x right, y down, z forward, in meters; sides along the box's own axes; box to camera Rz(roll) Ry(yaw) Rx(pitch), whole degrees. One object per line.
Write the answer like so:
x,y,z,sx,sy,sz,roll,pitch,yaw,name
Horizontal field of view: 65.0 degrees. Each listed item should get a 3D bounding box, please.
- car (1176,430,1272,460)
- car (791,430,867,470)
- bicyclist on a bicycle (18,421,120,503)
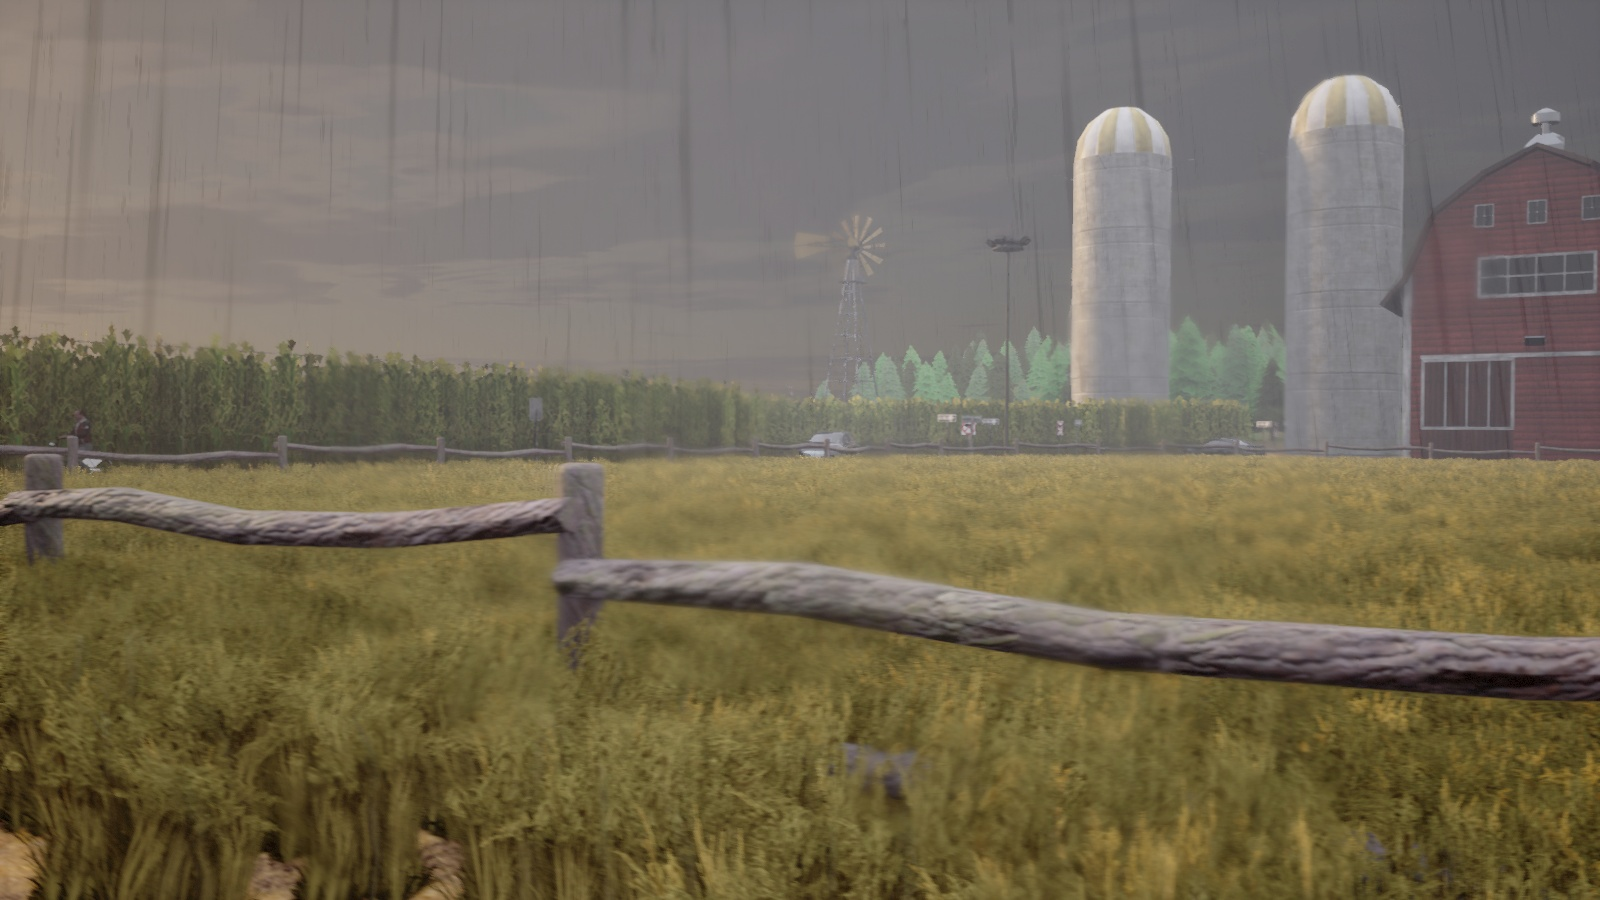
21.528,-0.280,63.962,1.812,1.442,4.674,-1,1,-28,car
1.312,-0.050,54.659,2.033,1.649,4.856,0,1,17,car
-16.253,0.259,27.962,0.659,1.776,1.843,0,0,34,bicyclist on a bicycle
